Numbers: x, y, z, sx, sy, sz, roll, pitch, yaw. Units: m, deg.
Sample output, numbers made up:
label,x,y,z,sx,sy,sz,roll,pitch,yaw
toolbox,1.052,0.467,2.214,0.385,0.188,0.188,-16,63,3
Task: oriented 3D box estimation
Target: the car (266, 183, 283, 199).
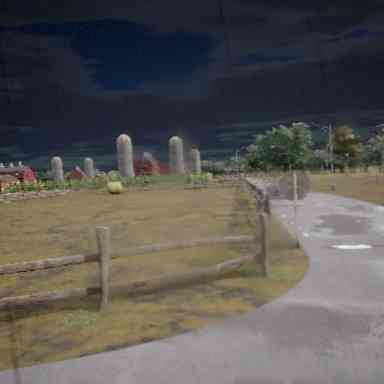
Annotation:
label,x,y,z,sx,sy,sz,roll,pitch,yaw
car,8.223,-0.138,31.707,1.895,1.301,4.718,-3,2,8
